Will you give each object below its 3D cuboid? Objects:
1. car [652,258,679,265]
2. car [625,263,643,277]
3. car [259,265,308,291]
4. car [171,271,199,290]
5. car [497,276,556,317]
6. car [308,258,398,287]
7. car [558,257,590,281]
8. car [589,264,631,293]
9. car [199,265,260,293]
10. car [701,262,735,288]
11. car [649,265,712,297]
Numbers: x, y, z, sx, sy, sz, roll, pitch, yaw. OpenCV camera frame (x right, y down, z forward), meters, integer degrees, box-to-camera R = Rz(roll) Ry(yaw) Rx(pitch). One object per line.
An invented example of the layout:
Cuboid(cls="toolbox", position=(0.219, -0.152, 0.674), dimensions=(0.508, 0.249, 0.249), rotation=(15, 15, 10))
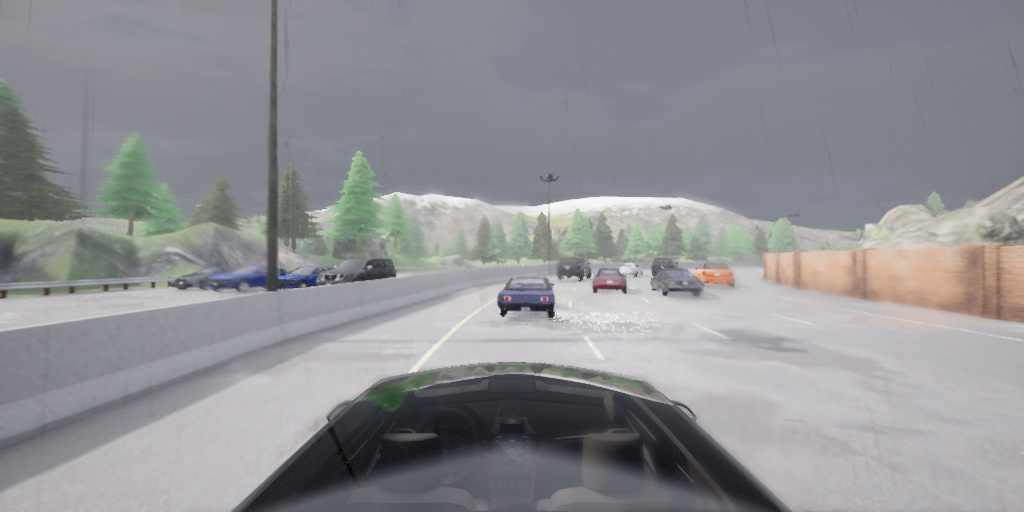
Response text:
Cuboid(cls="car", position=(15.599, 1.175, 36.563), dimensions=(2.150, 2.045, 5.566), rotation=(0, 0, 29))
Cuboid(cls="car", position=(12.817, 1.486, 38.618), dimensions=(1.812, 1.442, 4.674), rotation=(0, 0, 30))
Cuboid(cls="car", position=(-12.343, 1.333, 21.965), dimensions=(1.882, 1.535, 5.008), rotation=(0, 0, 11))
Cuboid(cls="car", position=(-19.230, 1.423, 23.207), dimensions=(1.994, 1.385, 4.181), rotation=(0, 0, 11))
Cuboid(cls="car", position=(0.696, 1.417, 13.662), dimensions=(1.895, 1.301, 4.718), rotation=(0, 0, 6))
Cuboid(cls="car", position=(-8.919, 1.111, 21.238), dimensions=(2.150, 2.045, 5.566), rotation=(0, 0, 11))
Cuboid(cls="car", position=(5.791, 1.147, 32.781), dimensions=(2.150, 2.045, 5.566), rotation=(-1, 0, 23))
Cuboid(cls="car", position=(5.997, 1.430, 22.148), dimensions=(1.994, 1.385, 4.181), rotation=(0, 0, 14))
Cuboid(cls="car", position=(-15.855, 1.329, 22.194), dimensions=(1.882, 1.535, 5.008), rotation=(0, -1, 11))
Cuboid(cls="car", position=(14.370, 1.243, 25.715), dimensions=(2.097, 1.767, 4.553), rotation=(0, 0, 21))
Cuboid(cls="car", position=(9.034, 1.404, 20.059), dimensions=(2.033, 1.411, 5.357), rotation=(0, 0, 12))
